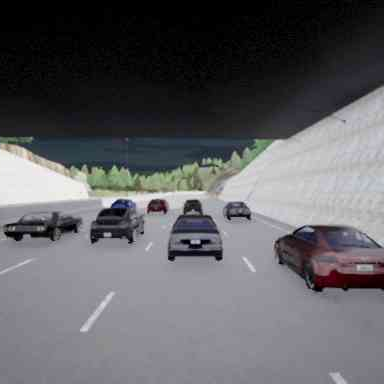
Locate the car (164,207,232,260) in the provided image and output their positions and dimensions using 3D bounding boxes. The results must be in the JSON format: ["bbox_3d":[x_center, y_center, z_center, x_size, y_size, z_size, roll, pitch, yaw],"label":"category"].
[{"bbox_3d":[0.102,1.515,12.330,2.033,1.411,5.357,0,0,0],"label":"car"}]

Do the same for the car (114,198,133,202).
[{"bbox_3d":[-6.906,1.388,34.070,1.882,1.535,5.008,0,0,0],"label":"car"}]

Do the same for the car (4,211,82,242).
[{"bbox_3d":[-6.898,1.558,16.122,1.895,1.301,4.718,0,0,0],"label":"car"}]

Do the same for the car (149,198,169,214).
[{"bbox_3d":[-3.406,1.388,34.043,1.882,1.535,5.008,0,0,0],"label":"car"}]

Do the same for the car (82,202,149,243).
[{"bbox_3d":[-3.398,1.464,15.789,1.837,1.490,4.892,0,0,0],"label":"car"}]

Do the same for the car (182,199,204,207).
[{"bbox_3d":[0.095,1.420,32.603,1.837,1.490,4.892,0,0,0],"label":"car"}]

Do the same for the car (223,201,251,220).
[{"bbox_3d":[3.600,1.476,27.243,2.033,1.411,5.357,0,0,0],"label":"car"}]

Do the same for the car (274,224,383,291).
[{"bbox_3d":[3.601,1.540,8.932,1.994,1.385,4.181,0,0,0],"label":"car"}]
